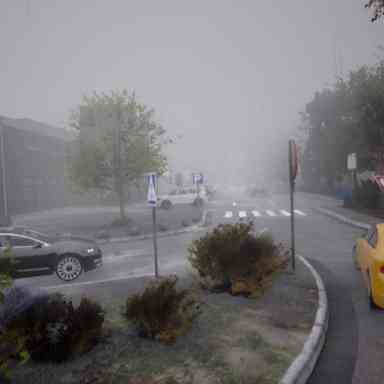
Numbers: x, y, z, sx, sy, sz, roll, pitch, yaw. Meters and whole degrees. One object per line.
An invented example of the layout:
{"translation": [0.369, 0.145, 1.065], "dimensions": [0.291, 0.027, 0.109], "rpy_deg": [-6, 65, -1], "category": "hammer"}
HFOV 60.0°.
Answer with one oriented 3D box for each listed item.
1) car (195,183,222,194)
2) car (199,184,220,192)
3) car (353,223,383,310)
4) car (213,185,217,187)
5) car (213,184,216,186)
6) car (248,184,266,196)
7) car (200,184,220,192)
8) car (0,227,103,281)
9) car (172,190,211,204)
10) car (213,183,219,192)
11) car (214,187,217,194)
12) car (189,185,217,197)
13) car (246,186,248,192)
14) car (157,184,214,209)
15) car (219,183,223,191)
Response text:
{"translation": [3.649, -0.865, 75.658], "dimensions": [5.566, 2.045, 2.435], "rpy_deg": [-4, 1, -14], "category": "car"}
{"translation": [4.287, -0.932, 81.599], "dimensions": [4.553, 1.767, 2.185], "rpy_deg": [-3, 1, -13], "category": "car"}
{"translation": [4.768, 1.386, 7.308], "dimensions": [1.882, 1.535, 5.008], "rpy_deg": [-2, 1, 23], "category": "car"}
{"translation": [0.604, 0.312, 48.802], "dimensions": [5.008, 1.535, 2.097], "rpy_deg": [-3, 2, -13], "category": "car"}
{"translation": [0.893, 0.083, 51.785], "dimensions": [4.553, 1.767, 2.185], "rpy_deg": [-3, 1, -14], "category": "car"}
{"translation": [10.756, -0.381, 54.366], "dimensions": [2.097, 1.767, 4.553], "rpy_deg": [-2, 2, 7], "category": "car"}
{"translation": [4.625, -1.029, 84.580], "dimensions": [4.553, 1.767, 2.185], "rpy_deg": [-3, 1, -13], "category": "car"}
{"translation": [-5.093, 1.765, 9.415], "dimensions": [4.902, 1.511, 2.128], "rpy_deg": [-3, 2, -21], "category": "car"}
{"translation": [-0.072, 0.563, 42.843], "dimensions": [4.674, 1.452, 2.002], "rpy_deg": [-3, 1, -14], "category": "car"}
{"translation": [1.634, -0.130, 57.753], "dimensions": [4.553, 1.767, 2.185], "rpy_deg": [-3, 2, -13], "category": "car"}
{"translation": [-0.218, 0.614, 39.899], "dimensions": [5.366, 1.575, 1.946], "rpy_deg": [-3, 1, -14], "category": "car"}
{"translation": [1.972, -0.233, 60.733], "dimensions": [4.553, 1.767, 2.185], "rpy_deg": [-3, 2, -13], "category": "car"}
{"translation": [12.254, -0.864, 68.375], "dimensions": [2.097, 1.767, 4.553], "rpy_deg": [-2, 2, 6], "category": "car"}
{"translation": [-1.087, 0.590, 33.861], "dimensions": [5.566, 2.045, 2.435], "rpy_deg": [-3, 2, -14], "category": "car"}
{"translation": [2.640, -0.564, 66.703], "dimensions": [5.566, 2.045, 2.435], "rpy_deg": [-3, 1, -13], "category": "car"}
